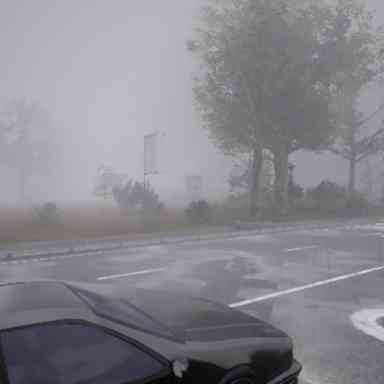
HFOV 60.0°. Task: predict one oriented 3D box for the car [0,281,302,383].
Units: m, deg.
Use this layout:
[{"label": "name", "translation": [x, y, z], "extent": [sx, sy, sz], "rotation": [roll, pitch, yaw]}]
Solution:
[{"label": "car", "translation": [-1.464, 1.545, 2.683], "extent": [5.357, 1.411, 2.033], "rotation": [0, 0, -35]}]
